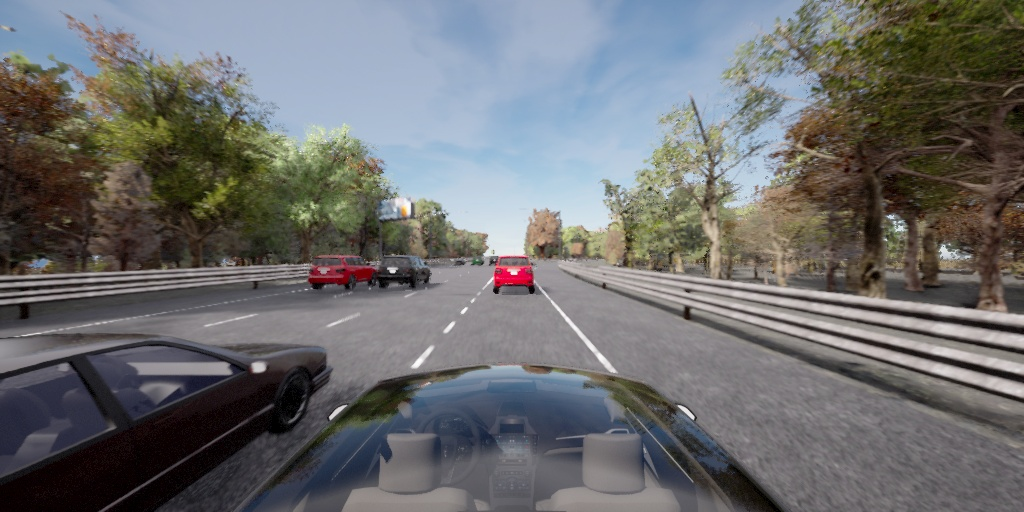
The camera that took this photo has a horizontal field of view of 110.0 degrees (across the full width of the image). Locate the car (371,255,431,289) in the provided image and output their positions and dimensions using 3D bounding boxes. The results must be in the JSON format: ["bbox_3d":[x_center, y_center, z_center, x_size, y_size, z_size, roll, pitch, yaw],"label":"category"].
[{"bbox_3d":[-6.896,0.977,23.432,2.150,2.045,5.566,0,0,0],"label":"car"}]

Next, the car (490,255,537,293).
[{"bbox_3d":[0.111,0.973,21.016,2.150,2.045,5.566,0,0,0],"label":"car"}]

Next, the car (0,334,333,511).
[{"bbox_3d":[-3.400,1.298,2.483,2.033,1.411,5.357,0,0,0],"label":"car"}]

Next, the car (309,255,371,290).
[{"bbox_3d":[-10.398,0.977,22.490,2.150,2.045,5.566,0,0,0],"label":"car"}]
